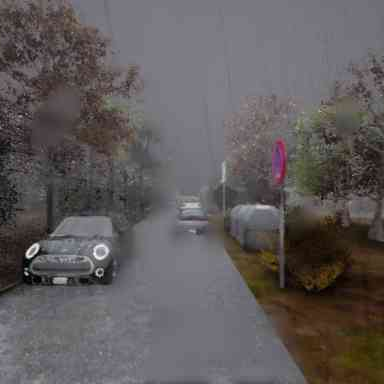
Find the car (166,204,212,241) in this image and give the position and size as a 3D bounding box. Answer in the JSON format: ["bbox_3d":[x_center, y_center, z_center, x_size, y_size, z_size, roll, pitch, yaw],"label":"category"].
[{"bbox_3d":[0.025,1.586,17.306,2.128,1.511,4.902,0,-1,0],"label":"car"}]

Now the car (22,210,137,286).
[{"bbox_3d":[-2.904,1.376,9.550,2.097,1.767,4.553,1,0,0],"label":"car"}]

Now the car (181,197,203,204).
[{"bbox_3d":[-0.013,1.597,36.670,2.150,2.045,5.566,0,-1,0],"label":"car"}]

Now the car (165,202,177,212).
[{"bbox_3d":[-2.944,2.267,50.830,1.994,1.385,4.181,0,-2,0],"label":"car"}]
